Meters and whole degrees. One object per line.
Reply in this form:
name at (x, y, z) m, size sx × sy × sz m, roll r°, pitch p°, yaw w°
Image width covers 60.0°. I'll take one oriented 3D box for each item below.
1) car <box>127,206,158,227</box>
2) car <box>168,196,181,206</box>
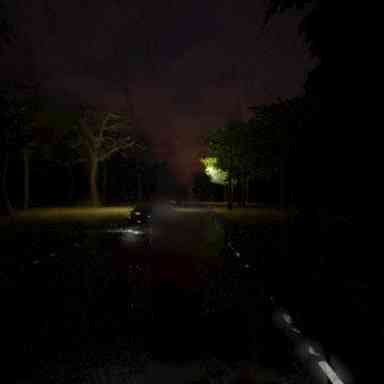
car at (-3.586, 1.764, 24.930) m, size 1.812 × 1.442 × 4.674 m, roll 0°, pitch -1°, yaw 0°
car at (-3.498, 1.813, 66.980) m, size 2.150 × 2.045 × 5.566 m, roll 0°, pitch 0°, yaw 0°
